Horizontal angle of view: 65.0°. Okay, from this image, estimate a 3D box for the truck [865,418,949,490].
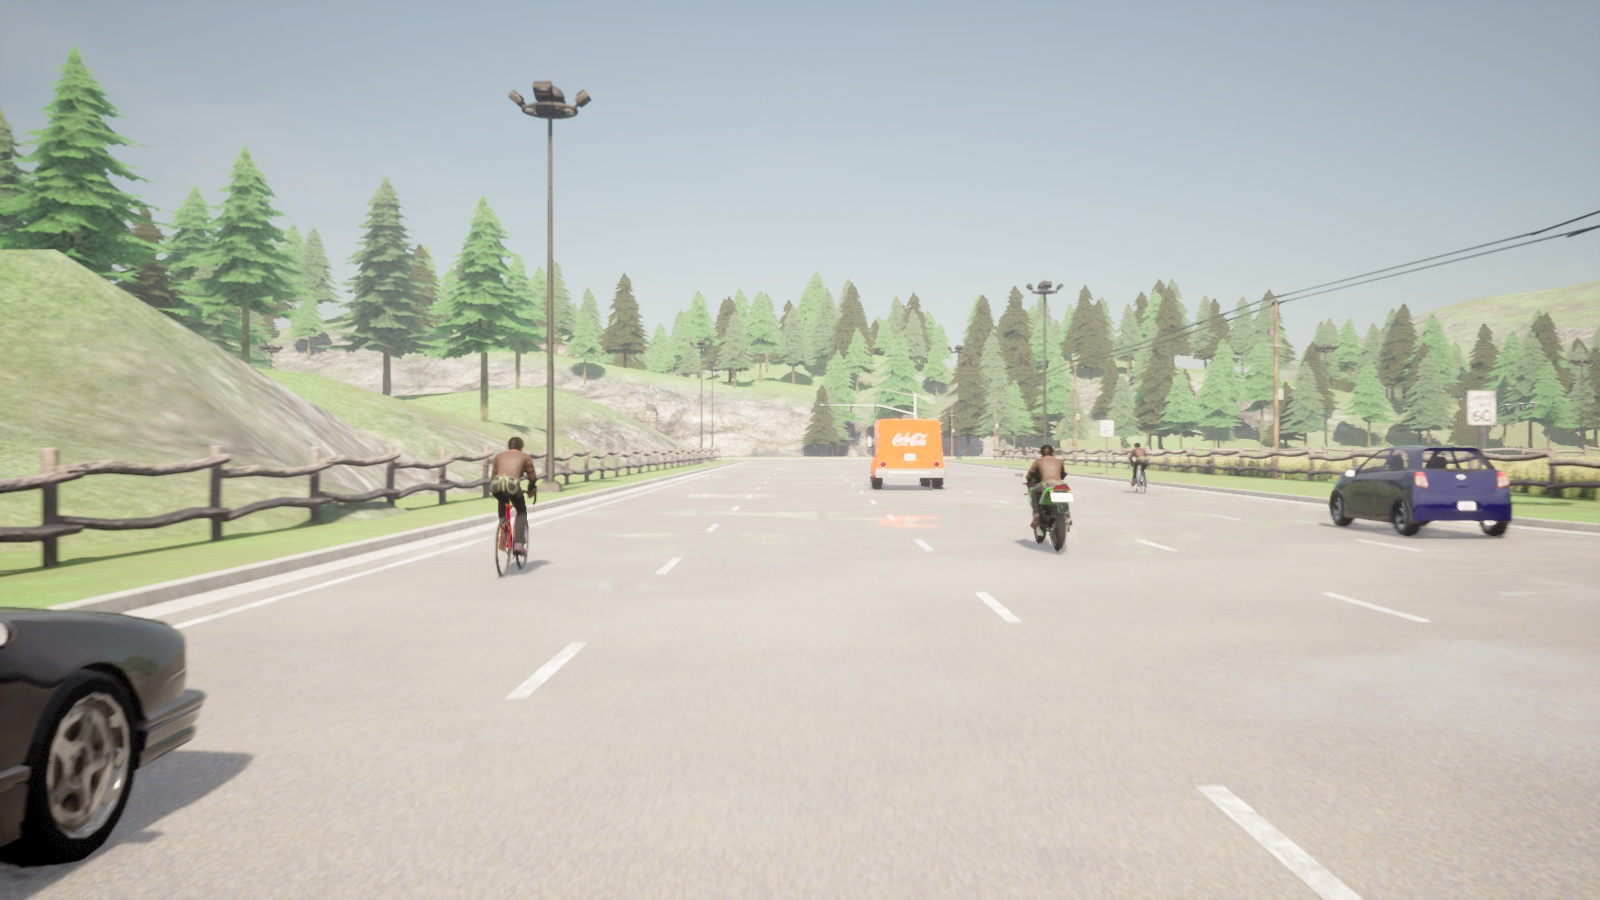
[{"bbox_3d":[3.777,0.138,45.353,2.627,2.467,5.204,0,0,0],"label":"truck"}]

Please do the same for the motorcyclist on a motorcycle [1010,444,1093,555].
[{"bbox_3d":[3.620,0.681,18.234,0.797,1.523,2.044,0,0,0],"label":"motorcyclist on a motorcycle"}]

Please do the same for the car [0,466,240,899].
[{"bbox_3d":[-3.469,0.784,2.788,2.033,1.411,5.357,0,0,0],"label":"car"}]

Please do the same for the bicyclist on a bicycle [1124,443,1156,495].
[{"bbox_3d":[10.744,0.600,39.701,0.582,1.620,1.656,0,0,0],"label":"bicyclist on a bicycle"}]

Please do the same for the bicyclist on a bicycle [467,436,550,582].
[{"bbox_3d":[-3.400,0.657,14.768,0.582,1.620,1.656,0,0,0],"label":"bicyclist on a bicycle"}]

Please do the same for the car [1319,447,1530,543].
[{"bbox_3d":[10.640,0.710,21.700,1.845,1.501,3.633,0,0,0],"label":"car"}]
